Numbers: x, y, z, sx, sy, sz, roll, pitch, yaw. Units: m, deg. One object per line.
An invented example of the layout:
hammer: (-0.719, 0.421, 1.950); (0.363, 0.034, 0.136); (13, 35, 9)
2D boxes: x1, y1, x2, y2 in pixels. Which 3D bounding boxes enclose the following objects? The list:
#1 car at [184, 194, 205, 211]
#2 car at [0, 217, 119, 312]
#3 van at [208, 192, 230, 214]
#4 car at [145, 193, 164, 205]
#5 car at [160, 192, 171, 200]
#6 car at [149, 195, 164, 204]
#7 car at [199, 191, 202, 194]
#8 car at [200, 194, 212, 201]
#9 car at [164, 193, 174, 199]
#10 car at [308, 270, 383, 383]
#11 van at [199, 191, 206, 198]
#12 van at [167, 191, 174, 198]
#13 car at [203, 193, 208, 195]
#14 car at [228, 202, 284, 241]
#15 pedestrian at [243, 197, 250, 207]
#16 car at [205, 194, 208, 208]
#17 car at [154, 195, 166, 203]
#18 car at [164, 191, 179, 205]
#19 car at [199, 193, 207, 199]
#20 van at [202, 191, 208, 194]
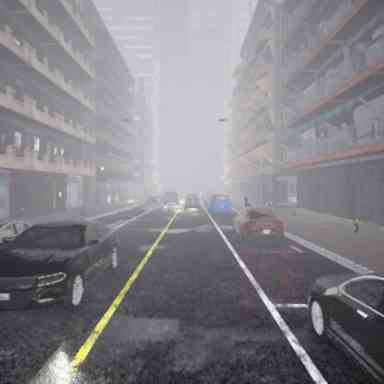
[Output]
car: (0.088, 1.279, 36.622); (2.033, 1.411, 5.357); (0, 0, 0)
car: (-3.098, 1.419, 7.916); (1.882, 1.535, 5.008); (0, 0, 0)
van: (2.688, 1.109, 31.676); (1.690, 1.788, 3.998); (-1, 0, 0)
car: (-5.684, 1.212, 48.514); (1.947, 1.339, 4.313); (-1, 0, 0)
car: (-5.677, 0.927, 70.921); (1.967, 1.590, 4.097); (-1, 0, 0)
car: (-5.682, 1.151, 54.116); (1.887, 1.381, 4.507); (-1, 0, 0)
car: (0.020, 1.001, 47.970); (2.097, 1.767, 4.553); (0, 0, 0)
car: (2.703, 1.077, 65.289); (2.008, 1.369, 4.403); (-1, 0, 0)
car: (-5.672, 0.959, 82.125); (2.008, 1.369, 4.403); (-1, 0, 0)
car: (2.681, 1.523, 3.669); (2.008, 1.369, 4.403); (-1, 0, 0)
van: (2.707, 0.710, 87.694); (1.690, 1.788, 3.998); (-1, 0, 0)
van: (-5.673, 0.711, 87.725); (1.690, 1.788, 3.998); (-1, 0, 0)
car: (2.695, 1.231, 42.881); (1.887, 1.381, 4.507); (-1, 0, 0)
car: (3.006, 1.410, 15.681); (1.812, 1.442, 4.674); (0, 0, 0)
pedestrian: (3.007, 1.157, 18.504); (0.375, 1.860, 0.375); (-1, 1, -3)
car: (2.693, 1.278, 37.279); (2.008, 1.369, 4.403); (-1, 0, 0)
car: (-5.679, 1.148, 59.718); (1.802, 1.307, 4.206); (-1, 0, 0)
car: (-3.065, 0.858, 49.869); (2.150, 2.045, 5.566); (0, 0, 0)
car: (2.708, 0.932, 82.264); (1.752, 1.417, 4.829); (-1, 0, 0)
van: (2.697, 0.907, 59.685); (1.690, 1.788, 3.998); (-1, 0, 0)
